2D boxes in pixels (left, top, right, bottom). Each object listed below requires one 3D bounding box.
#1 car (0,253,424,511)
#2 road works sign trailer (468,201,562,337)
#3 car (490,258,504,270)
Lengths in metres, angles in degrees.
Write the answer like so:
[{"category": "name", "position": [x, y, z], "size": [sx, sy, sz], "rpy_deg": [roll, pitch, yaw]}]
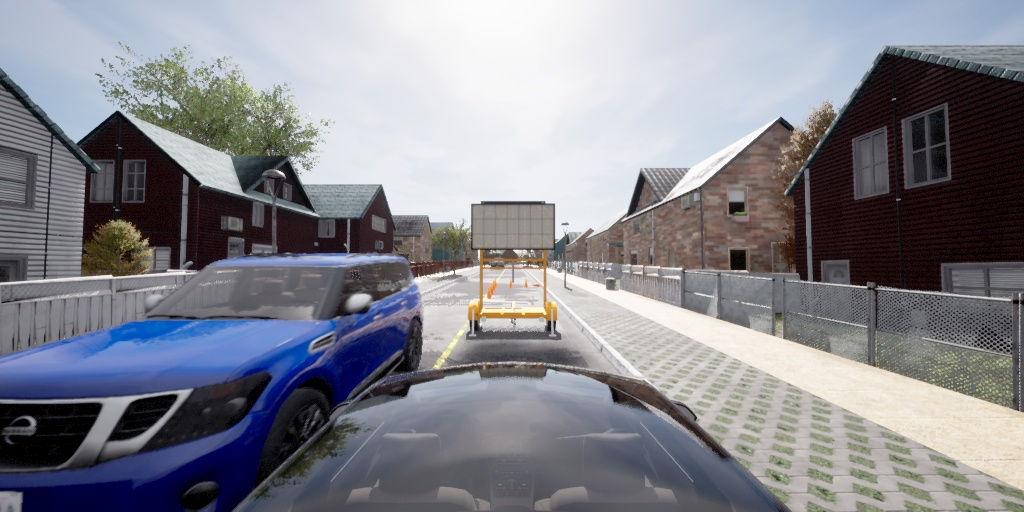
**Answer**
[{"category": "car", "position": [-2.734, 0.974, 4.664], "size": [2.150, 2.045, 5.566], "rpy_deg": [0, 0, 0]}, {"category": "road works sign trailer", "position": [0.034, 0.226, 10.362], "size": [2.380, 3.560, 2.880], "rpy_deg": [0, 0, 1]}, {"category": "car", "position": [-2.508, 1.281, 61.135], "size": [2.150, 2.045, 5.566], "rpy_deg": [0, -1, 0]}]
